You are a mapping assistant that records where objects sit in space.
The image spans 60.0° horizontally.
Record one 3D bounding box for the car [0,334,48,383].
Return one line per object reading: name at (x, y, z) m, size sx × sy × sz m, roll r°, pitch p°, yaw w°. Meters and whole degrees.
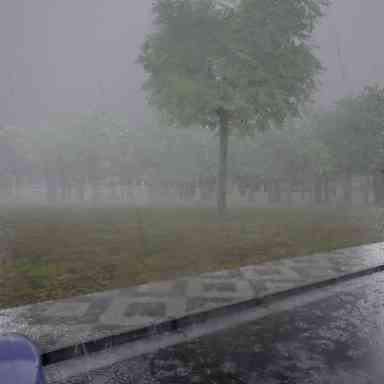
car at (-2.986, 1.521, 1.246) m, size 4.674 × 1.442 × 1.812 m, roll 0°, pitch 0°, yaw -36°
